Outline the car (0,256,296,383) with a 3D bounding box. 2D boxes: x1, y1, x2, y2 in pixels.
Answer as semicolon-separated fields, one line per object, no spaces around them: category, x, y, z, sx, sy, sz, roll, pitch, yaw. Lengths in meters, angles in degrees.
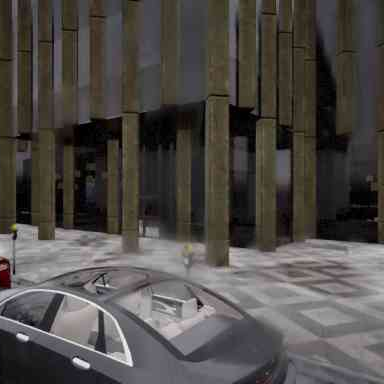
car;-1.114;1.551;3.763;4.403;1.369;2.008;0;0;36
